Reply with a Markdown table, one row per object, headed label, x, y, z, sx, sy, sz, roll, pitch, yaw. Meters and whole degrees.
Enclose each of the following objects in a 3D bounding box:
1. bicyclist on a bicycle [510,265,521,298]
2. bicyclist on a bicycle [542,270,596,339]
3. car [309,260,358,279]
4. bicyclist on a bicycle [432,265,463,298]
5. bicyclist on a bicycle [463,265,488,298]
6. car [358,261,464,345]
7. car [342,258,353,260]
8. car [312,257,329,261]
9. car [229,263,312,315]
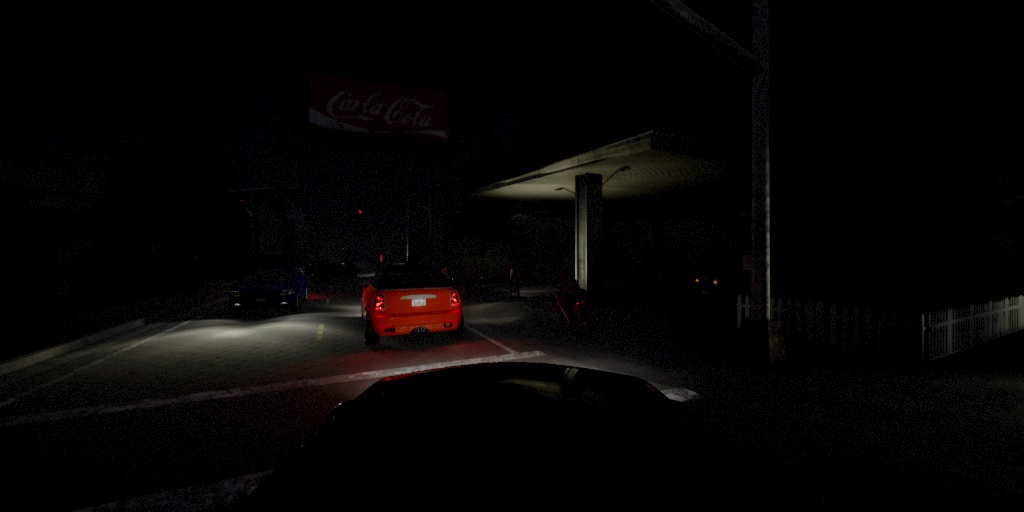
| label | x | y | z | sx | sy | sz | roll | pitch | yaw |
| --- | --- | --- | --- | --- | --- | --- | --- | --- | --- |
| bicyclist on a bicycle | 0.156 | 1.269 | 18.132 | 0.582 | 1.620 | 1.656 | 0 | 0 | 14 |
| bicyclist on a bicycle | 1.403 | 1.180 | 8.962 | 0.582 | 1.620 | 1.656 | 3 | -2 | -45 |
| car | -16.143 | 1.298 | 32.571 | 1.895 | 1.301 | 4.718 | 1 | 1 | 23 |
| bicyclist on a bicycle | -3.204 | 1.234 | 16.512 | 1.656 | 1.620 | 0.582 | 1 | 0 | 35 |
| bicyclist on a bicycle | -1.948 | 1.264 | 17.941 | 1.656 | 1.620 | 0.582 | 1 | 0 | -23 |
| car | -2.829 | 1.001 | 9.502 | 2.097 | 1.767 | 4.553 | 0 | 0 | -24 |
| car | -25.204 | 1.143 | 55.234 | 2.033 | 1.411 | 5.357 | 0 | 0 | -26 |
| car | -24.993 | 0.966 | 46.384 | 2.097 | 1.767 | 4.553 | 0 | 0 | -26 |
| car | -8.951 | 1.146 | 13.517 | 1.882 | 1.535 | 5.008 | 1 | -1 | -25 |
